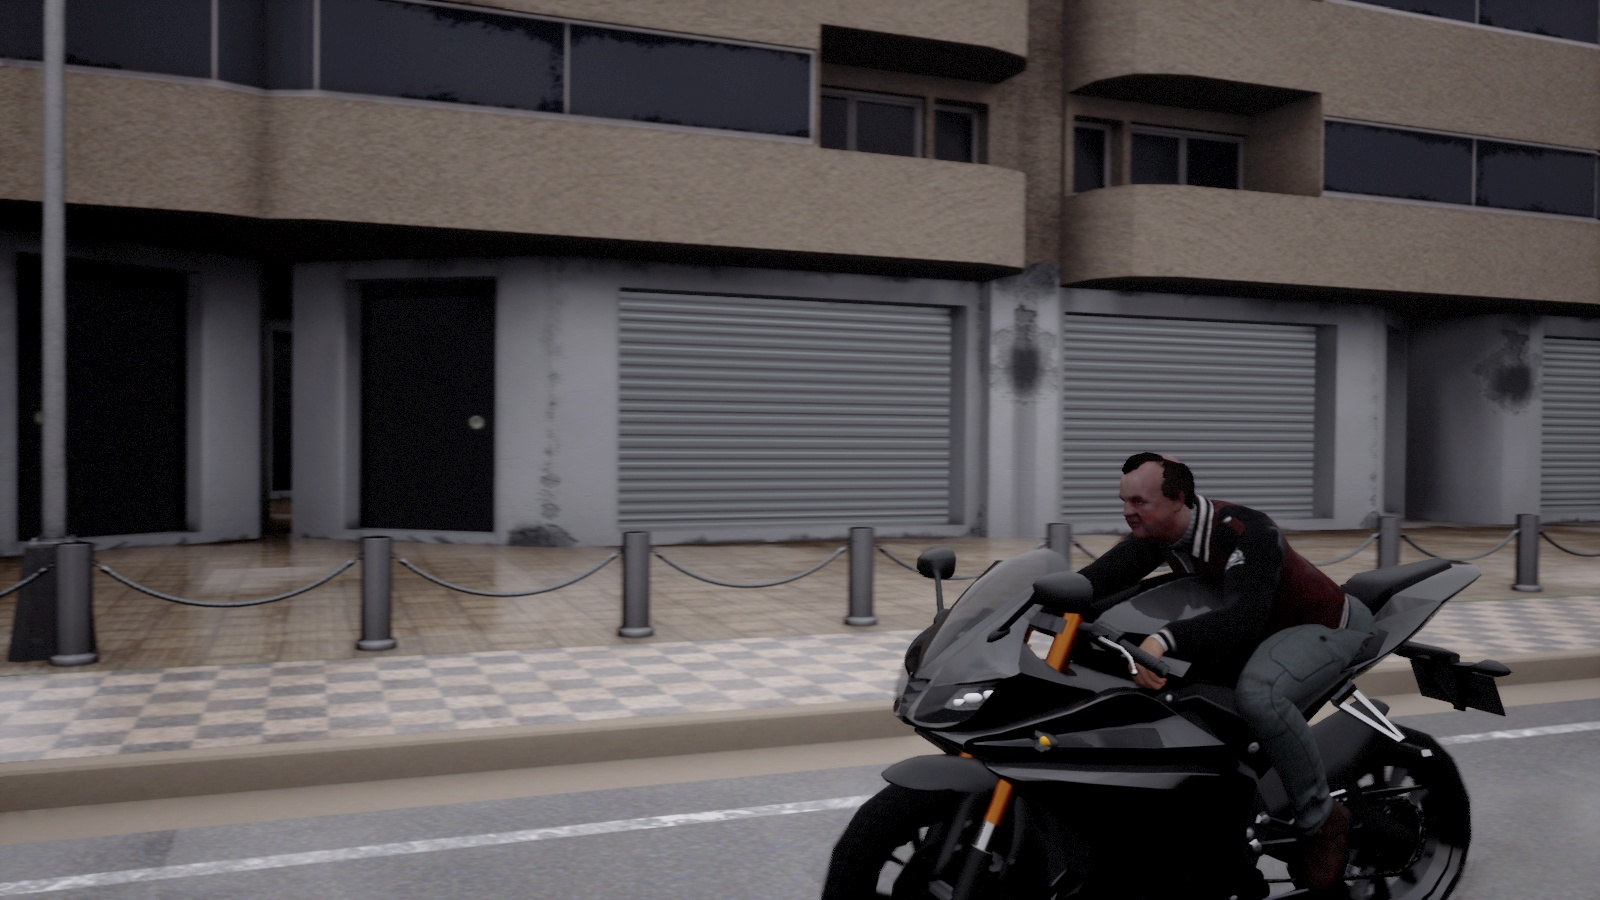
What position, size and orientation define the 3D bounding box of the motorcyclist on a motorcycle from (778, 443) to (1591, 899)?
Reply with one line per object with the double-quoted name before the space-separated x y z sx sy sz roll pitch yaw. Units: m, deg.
"motorcyclist on a motorcycle" 1.121 0.761 3.665 2.191 1.530 0.866 -1 1 -21
